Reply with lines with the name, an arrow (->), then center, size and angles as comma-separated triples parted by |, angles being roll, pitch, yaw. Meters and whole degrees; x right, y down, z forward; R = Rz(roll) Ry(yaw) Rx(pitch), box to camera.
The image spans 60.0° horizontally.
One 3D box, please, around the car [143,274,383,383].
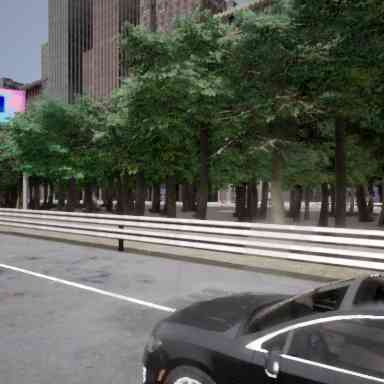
car -> 1.736, 1.505, 2.752 | 4.892, 1.490, 1.837 | 0, 0, 36
